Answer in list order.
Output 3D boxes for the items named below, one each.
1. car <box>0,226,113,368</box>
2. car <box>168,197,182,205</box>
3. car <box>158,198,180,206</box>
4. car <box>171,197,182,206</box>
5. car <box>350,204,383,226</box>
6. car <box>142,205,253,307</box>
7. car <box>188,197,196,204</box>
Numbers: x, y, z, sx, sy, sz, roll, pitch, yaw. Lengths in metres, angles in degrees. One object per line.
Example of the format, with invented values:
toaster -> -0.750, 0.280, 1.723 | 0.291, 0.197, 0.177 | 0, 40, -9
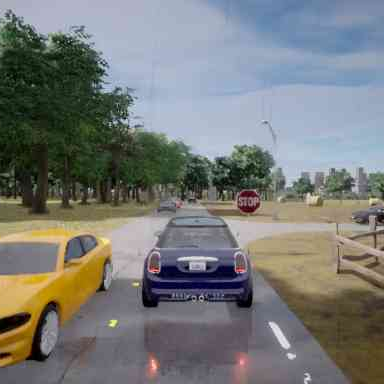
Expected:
car -> -2.847, 1.483, 6.120 | 1.882, 1.535, 5.008 | 0, 0, 0
car -> -2.808, 1.509, 48.287 | 2.097, 1.767, 4.553 | 0, 0, 0
car -> -2.813, 1.656, 38.293 | 1.994, 1.385, 4.181 | 0, 0, 1
car -> -2.780, 1.747, 59.832 | 1.837, 1.490, 4.892 | 0, 0, -1
car -> 13.771, 1.597, 23.554 | 4.892, 1.490, 1.837 | 0, -2, 0
car -> 0.104, 1.360, 8.135 | 2.097, 1.767, 4.553 | 0, 0, 0
car -> 0.043, 1.922, 77.921 | 1.837, 1.490, 4.892 | 0, -1, 0
